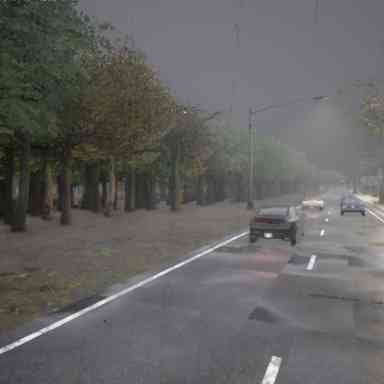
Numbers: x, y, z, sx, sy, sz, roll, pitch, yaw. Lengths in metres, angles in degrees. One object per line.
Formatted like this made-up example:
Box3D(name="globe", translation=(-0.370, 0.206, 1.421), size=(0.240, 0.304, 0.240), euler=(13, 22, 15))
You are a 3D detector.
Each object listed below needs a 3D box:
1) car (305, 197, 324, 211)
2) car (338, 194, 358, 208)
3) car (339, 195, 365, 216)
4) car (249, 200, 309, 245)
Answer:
Box3D(name="car", translation=(12.652, 1.188, 34.653), size=(1.895, 1.301, 4.718), euler=(0, 1, 24))
Box3D(name="car", translation=(19.285, 1.054, 41.209), size=(2.033, 1.411, 5.357), euler=(0, 1, 24))
Box3D(name="car", translation=(13.706, 1.203, 28.491), size=(2.033, 1.411, 5.357), euler=(0, 1, 24))
Box3D(name="car", translation=(3.837, 1.326, 14.640), size=(1.837, 1.490, 4.892), euler=(0, 1, 24))
